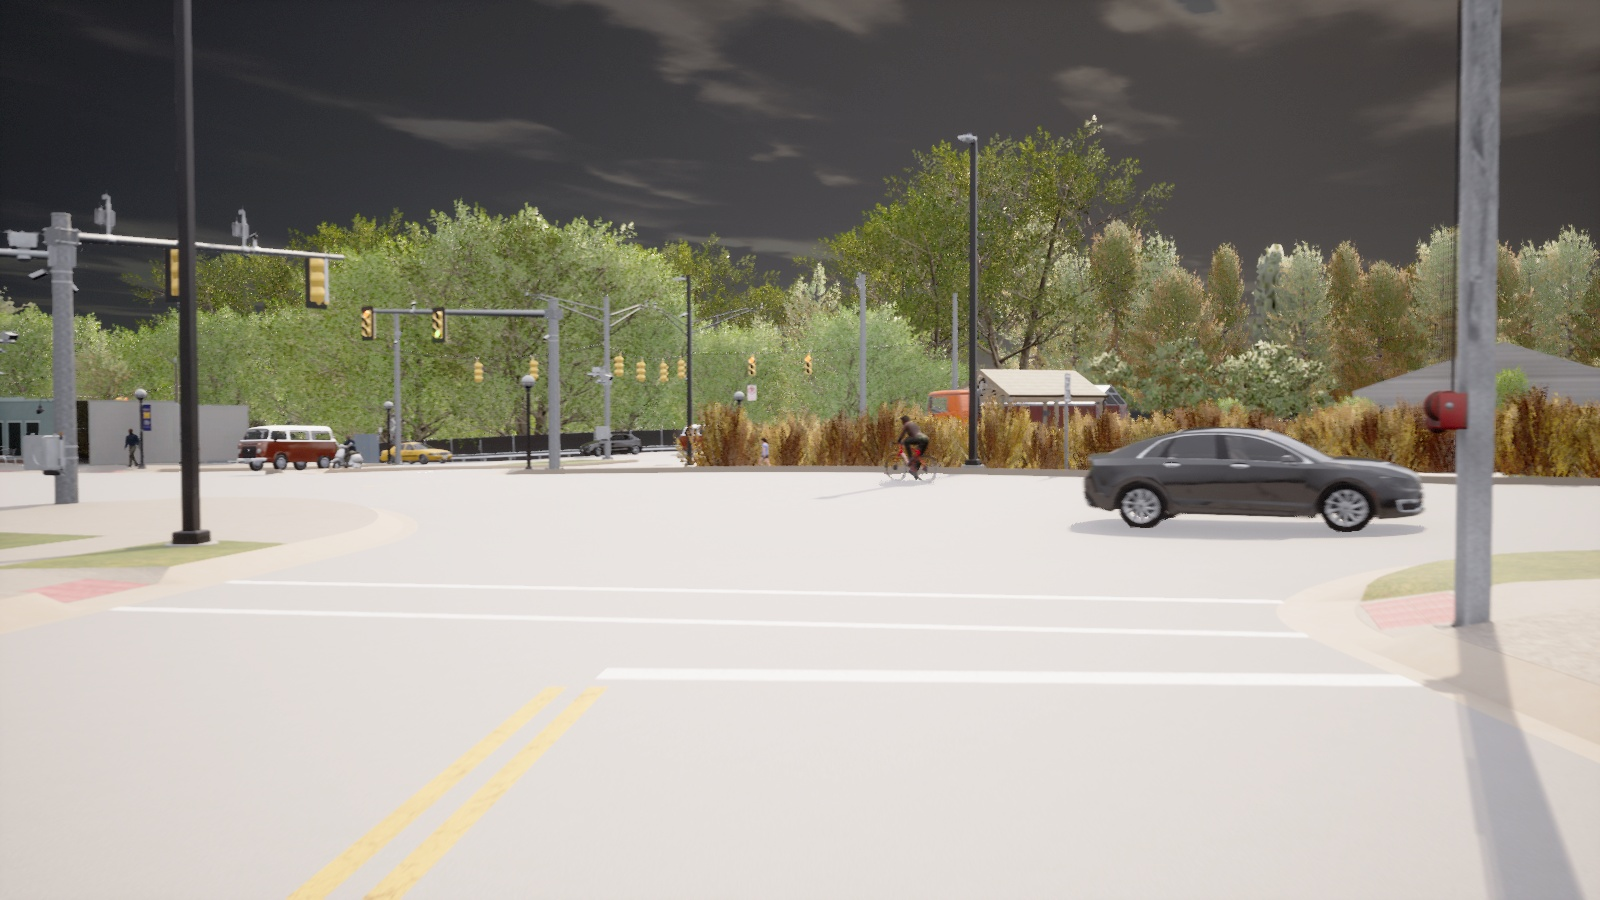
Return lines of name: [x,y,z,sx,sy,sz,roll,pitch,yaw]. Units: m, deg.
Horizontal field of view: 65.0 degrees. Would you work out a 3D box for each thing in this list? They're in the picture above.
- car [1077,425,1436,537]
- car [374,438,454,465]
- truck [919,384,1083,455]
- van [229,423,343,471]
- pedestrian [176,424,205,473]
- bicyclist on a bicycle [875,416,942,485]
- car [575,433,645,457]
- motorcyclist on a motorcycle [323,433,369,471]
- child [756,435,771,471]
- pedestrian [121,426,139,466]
car: [6.878,0.424,19.042,4.892,1.490,1.837,0,2,28]
car: [-25.059,0.111,81.428,5.366,1.575,1.801,-1,2,32]
truck: [10.526,-1.556,65.948,7.936,3.462,2.891,0,1,29]
van: [-22.938,-0.121,56.232,2.069,2.038,4.480,-1,-1,26]
pedestrian: [-24.690,-0.065,50.864,0.873,1.952,0.659,1,2,31]
bicyclist on a bicycle: [2.618,-0.010,30.451,0.582,1.620,1.656,-3,3,-43]
car: [-12.754,-0.364,84.438,4.193,1.474,1.816,-3,2,-34]
motorcyclist on a motorcycle: [-19.610,0.080,54.318,0.866,1.590,1.817,0,0,22]
child: [-1.130,0.092,38.890,0.394,1.110,0.255,1,2,31]
pedestrian: [-30.539,-0.194,57.208,0.370,1.835,0.726,0,2,4]
